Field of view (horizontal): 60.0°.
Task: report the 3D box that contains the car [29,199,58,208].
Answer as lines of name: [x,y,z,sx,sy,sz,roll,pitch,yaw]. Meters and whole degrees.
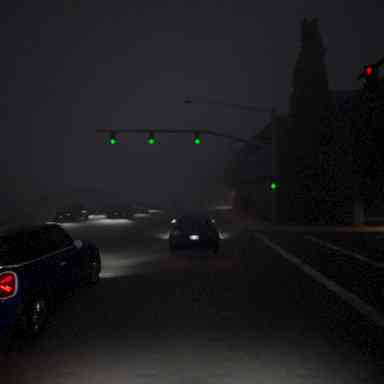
car: [-24.433,1.844,54.836,3.806,1.475,1.970,0,0,0]

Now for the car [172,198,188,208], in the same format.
car: [-2.332,2.033,57.750,1.994,1.385,4.181,0,0,3]

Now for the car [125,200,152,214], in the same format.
car: [-6.583,1.860,40.992,1.812,1.442,4.674,0,0,2]

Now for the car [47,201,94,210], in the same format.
car: [-10.453,1.743,29.054,1.837,1.490,4.892,0,0,1]

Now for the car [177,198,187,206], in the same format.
car: [-2.028,2.063,69.319,1.837,1.490,4.892,0,0,2]

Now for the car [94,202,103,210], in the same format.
car: [-10.173,1.874,37.960,1.994,1.385,4.181,0,0,4]

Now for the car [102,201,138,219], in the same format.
car: [-6.863,1.827,32.233,1.994,1.385,4.181,0,0,2]

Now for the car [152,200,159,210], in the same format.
car: [-6.215,1.978,50.903,1.994,1.385,4.181,0,0,2]

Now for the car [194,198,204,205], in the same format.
car: [1.474,1.957,69.346,1.882,1.535,5.008,0,0,2]

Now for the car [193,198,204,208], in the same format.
car: [1.108,2.024,58.703,2.033,1.411,5.357,0,0,2]

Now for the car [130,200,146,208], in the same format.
car: [-9.425,2.036,57.932,1.994,1.385,4.181,0,0,2]

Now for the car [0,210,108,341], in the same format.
car: [-3.413,1.408,6.779,2.097,1.767,4.553,0,-1,0]

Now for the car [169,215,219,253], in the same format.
car: [0.085,1.681,14.374,1.994,1.385,4.181,0,0,0]

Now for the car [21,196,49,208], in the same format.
car: [-24.469,1.581,51.943,3.866,1.878,1.905,0,0,0]
